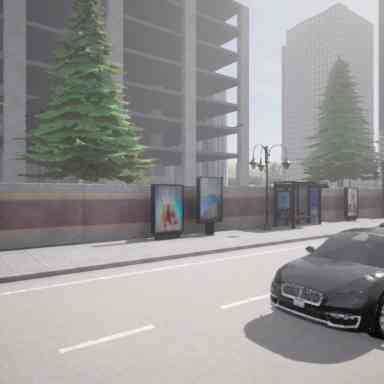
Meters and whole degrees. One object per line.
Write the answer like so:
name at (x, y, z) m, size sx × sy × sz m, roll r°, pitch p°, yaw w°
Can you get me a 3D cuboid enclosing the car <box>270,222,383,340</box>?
car at (3.639, 1.506, 6.636) m, size 4.892 × 1.490 × 1.837 m, roll 0°, pitch 0°, yaw -36°
